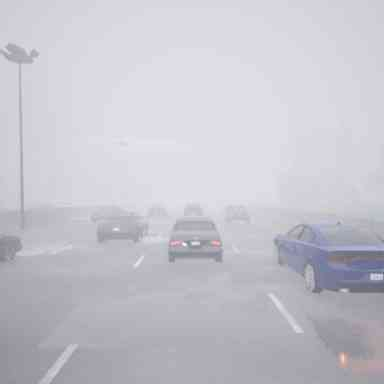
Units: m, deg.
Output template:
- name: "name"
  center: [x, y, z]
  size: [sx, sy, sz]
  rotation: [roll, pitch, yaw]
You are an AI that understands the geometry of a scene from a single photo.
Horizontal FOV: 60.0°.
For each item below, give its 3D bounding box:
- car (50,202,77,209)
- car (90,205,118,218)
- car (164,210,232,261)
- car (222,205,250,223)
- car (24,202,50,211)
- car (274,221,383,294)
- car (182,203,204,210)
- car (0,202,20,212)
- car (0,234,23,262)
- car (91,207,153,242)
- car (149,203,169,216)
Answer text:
- name: "car"
  center: [-17.557, 2.092, 46.525]
  size: [1.812, 1.442, 4.674]
  rotation: [0, -2, 0]
- name: "car"
  center: [-6.887, 1.782, 27.748]
  size: [2.033, 1.411, 5.357]
  rotation: [0, -1, 0]
- name: "car"
  center: [0.105, 1.615, 12.511]
  size: [2.033, 1.411, 5.357]
  rotation: [0, 0, 0]
- name: "car"
  center: [3.613, 1.782, 27.755]
  size: [2.033, 1.411, 5.357]
  rotation: [0, -1, 0]
- name: "car"
  center: [-21.057, 2.117, 46.626]
  size: [2.033, 1.411, 5.357]
  rotation: [0, -1, 0]
- name: "car"
  center: [3.602, 1.520, 8.959]
  size: [1.882, 1.535, 5.008]
  rotation: [0, 0, 0]
- name: "car"
  center: [0.115, 1.809, 32.449]
  size: [1.837, 1.490, 4.892]
  rotation: [0, -1, 0]
- name: "car"
  center: [-24.553, 2.089, 46.390]
  size: [1.812, 1.442, 4.674]
  rotation: [0, -1, 0]
- name: "car"
  center: [-6.897, 1.592, 9.291]
  size: [2.033, 1.411, 5.357]
  rotation: [0, 0, 0]
- name: "car"
  center: [-3.393, 1.671, 16.962]
  size: [1.994, 1.385, 4.181]
  rotation: [0, -1, 0]
- name: "car"
  center: [-3.384, 1.845, 33.382]
  size: [1.812, 1.442, 4.674]
  rotation: [0, -1, 0]
